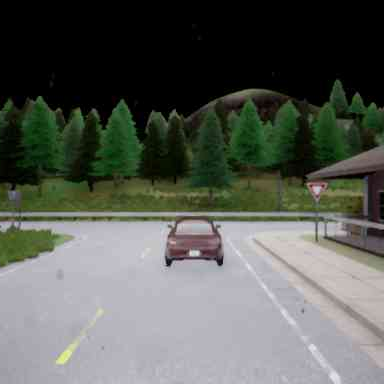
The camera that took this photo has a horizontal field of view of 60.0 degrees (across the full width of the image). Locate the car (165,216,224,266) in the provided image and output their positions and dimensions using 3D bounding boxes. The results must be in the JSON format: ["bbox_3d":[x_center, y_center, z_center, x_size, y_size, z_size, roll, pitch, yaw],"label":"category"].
[{"bbox_3d":[0.076,1.586,11.718,1.812,1.442,4.674,0,0,0],"label":"car"}]
